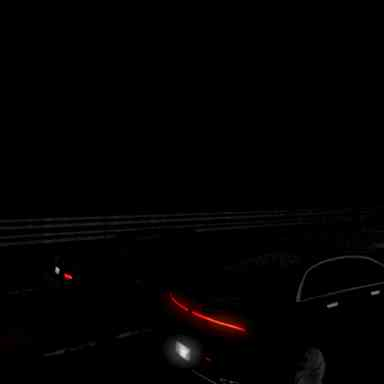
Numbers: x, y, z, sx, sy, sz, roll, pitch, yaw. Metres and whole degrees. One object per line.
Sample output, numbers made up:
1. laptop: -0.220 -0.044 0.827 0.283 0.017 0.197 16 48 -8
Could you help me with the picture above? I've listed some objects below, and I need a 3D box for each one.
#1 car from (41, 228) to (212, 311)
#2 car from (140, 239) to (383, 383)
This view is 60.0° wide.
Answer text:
1. car: -0.492 1.565 7.697 5.357 1.411 2.033 1 -1 -36
2. car: 1.873 1.537 5.075 4.892 1.490 1.837 1 0 -36
